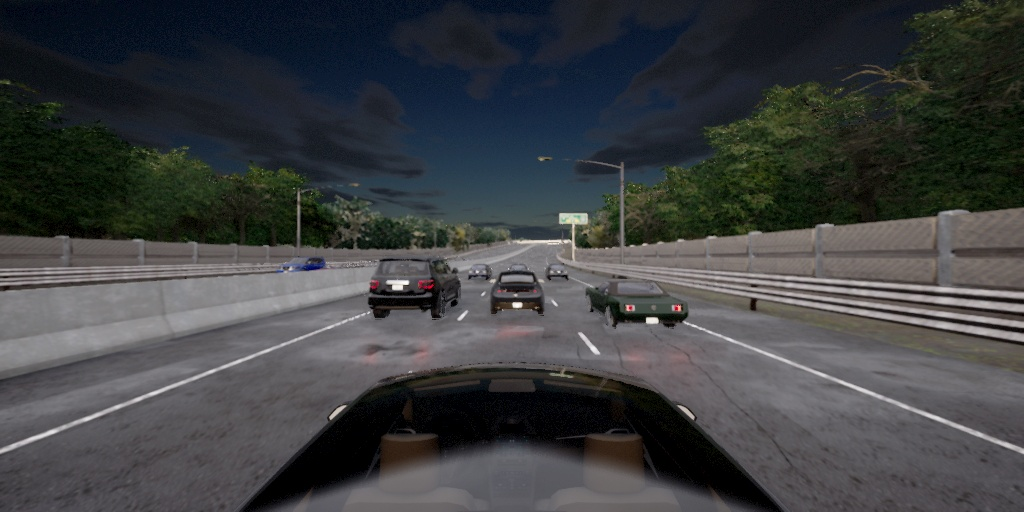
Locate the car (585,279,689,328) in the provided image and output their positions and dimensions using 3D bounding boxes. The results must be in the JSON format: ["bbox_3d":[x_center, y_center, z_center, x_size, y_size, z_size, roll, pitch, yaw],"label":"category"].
[{"bbox_3d":[3.669,1.396,11.534,1.895,1.301,4.718,0,0,1],"label":"car"}]

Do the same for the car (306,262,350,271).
[{"bbox_3d":[-17.076,1.484,34.235,1.895,1.301,4.718,0,0,2],"label":"car"}]

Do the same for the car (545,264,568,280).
[{"bbox_3d":[4.100,1.440,33.358,2.033,1.411,5.357,0,0,2],"label":"car"}]

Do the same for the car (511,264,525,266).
[{"bbox_3d":[0.595,1.437,33.232,2.033,1.411,5.357,0,0,2],"label":"car"}]

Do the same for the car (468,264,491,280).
[{"bbox_3d":[-2.903,1.435,33.331,2.033,1.411,5.357,0,0,2],"label":"car"}]

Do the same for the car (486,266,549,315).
[{"bbox_3d":[0.199,1.310,13.807,1.837,1.490,4.892,0,0,1],"label":"car"}]

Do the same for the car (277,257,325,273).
[{"bbox_3d":[-20.541,1.107,35.382,2.150,2.045,5.566,0,0,2],"label":"car"}]

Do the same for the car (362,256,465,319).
[{"bbox_3d":[-3.313,1.021,13.163,2.150,2.045,5.566,0,0,1],"label":"car"}]
